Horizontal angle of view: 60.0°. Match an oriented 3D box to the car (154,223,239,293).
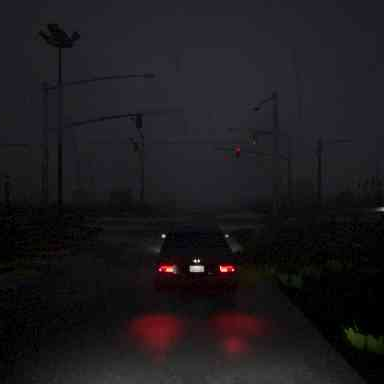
[{"bbox_3d":[0.090,1.547,8.996,2.033,1.411,5.357,0,0,0],"label":"car"}]
